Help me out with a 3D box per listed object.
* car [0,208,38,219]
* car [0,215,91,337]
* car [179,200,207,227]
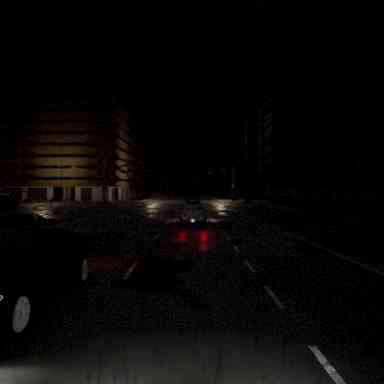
[{"bbox_3d":[-7.087,1.542,13.096,2.033,1.411,5.357,0,0,0],"label":"car"},{"bbox_3d":[-3.593,1.475,6.826,1.882,1.535,5.008,0,0,0],"label":"car"},{"bbox_3d":[0.060,1.516,22.669,1.812,1.442,4.674,0,0,0],"label":"car"}]
